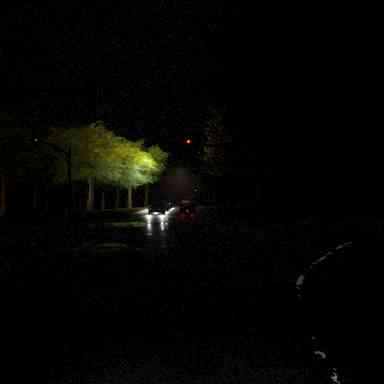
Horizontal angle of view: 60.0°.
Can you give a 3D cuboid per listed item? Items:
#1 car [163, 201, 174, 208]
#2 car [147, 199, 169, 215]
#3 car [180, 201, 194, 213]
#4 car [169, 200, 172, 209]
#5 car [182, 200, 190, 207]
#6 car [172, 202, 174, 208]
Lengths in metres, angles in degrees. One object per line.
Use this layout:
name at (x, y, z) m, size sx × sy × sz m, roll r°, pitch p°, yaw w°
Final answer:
car at (-4.779, 2.566, 68.247) m, size 1.895 × 1.301 × 4.718 m, roll 0°, pitch -2°, yaw -1°
car at (-4.196, 1.903, 40.092) m, size 1.837 × 1.490 × 4.892 m, roll 0°, pitch -1°, yaw -1°
car at (-0.650, 2.080, 44.791) m, size 1.895 × 1.301 × 4.718 m, roll 0°, pitch -1°, yaw -1°
car at (-4.405, 2.080, 49.085) m, size 1.812 × 1.442 × 4.674 m, roll 0°, pitch -1°, yaw -1°
car at (-1.559, 2.825, 80.652) m, size 1.882 × 1.535 × 5.008 m, roll 0°, pitch -2°, yaw -1°
car at (-4.607, 2.074, 58.017) m, size 2.097 × 1.767 × 4.553 m, roll 0°, pitch -1°, yaw -1°
